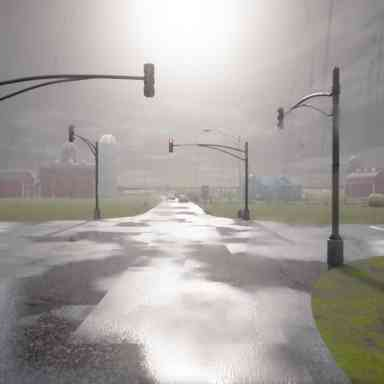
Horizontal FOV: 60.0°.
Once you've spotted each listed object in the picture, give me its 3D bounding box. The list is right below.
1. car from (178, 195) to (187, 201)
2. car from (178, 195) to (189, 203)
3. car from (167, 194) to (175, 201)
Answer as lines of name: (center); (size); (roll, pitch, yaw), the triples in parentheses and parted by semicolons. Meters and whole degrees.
car: (-2.333, 1.463, 79.825); (1.837, 1.490, 4.892); (0, 0, -4)
car: (-1.722, 1.623, 69.841); (1.895, 1.301, 4.718); (0, 0, -3)
car: (-4.709, 1.182, 73.840); (1.812, 1.442, 4.674); (0, 0, -3)
